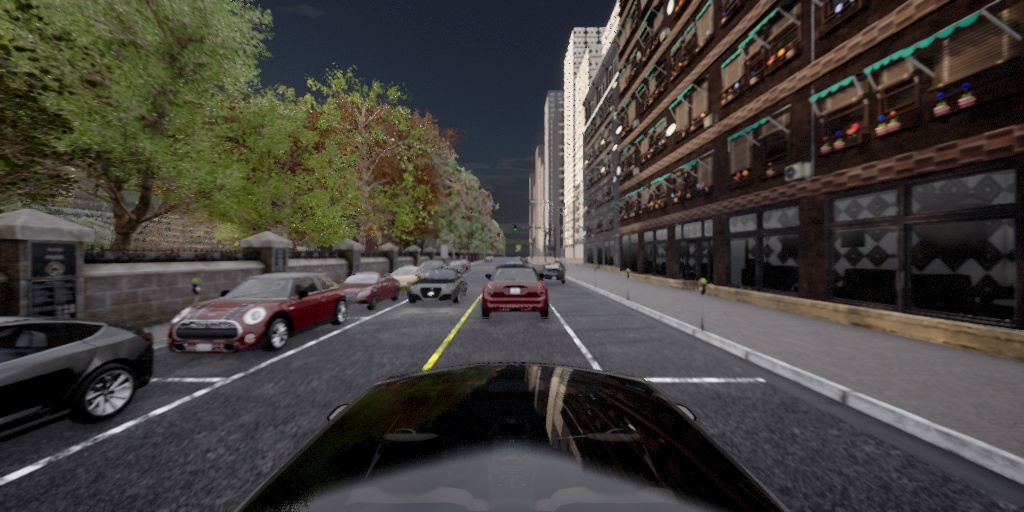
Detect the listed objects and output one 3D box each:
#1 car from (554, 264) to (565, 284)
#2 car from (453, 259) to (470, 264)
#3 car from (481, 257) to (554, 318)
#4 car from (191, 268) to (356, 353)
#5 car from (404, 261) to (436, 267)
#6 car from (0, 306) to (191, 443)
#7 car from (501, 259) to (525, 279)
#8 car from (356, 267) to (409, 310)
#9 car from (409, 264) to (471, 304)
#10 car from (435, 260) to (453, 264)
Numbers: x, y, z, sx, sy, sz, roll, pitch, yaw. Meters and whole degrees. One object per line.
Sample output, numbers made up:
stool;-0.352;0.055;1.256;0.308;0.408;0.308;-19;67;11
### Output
car;2.702;1.159;25.223;2.007;1.370;4.403;0;0;0
car;-5.750;1.094;36.301;2.007;1.370;4.403;0;0;0
car;0.104;1.035;12.797;2.097;1.767;4.553;0;0;0
car;-5.687;1.147;8.610;1.967;1.591;4.097;0;0;0
car;-5.681;1.166;19.517;1.751;1.417;4.829;0;0;0
car;-5.690;1.307;3.071;1.948;1.339;4.313;0;0;0
car;0.116;1.054;30.619;1.882;1.535;5.008;0;0;0
car;-5.684;1.256;14.148;1.802;1.307;4.207;0;0;0
car;-3.092;1.229;15.664;1.994;1.385;4.181;0;0;0
car;-5.678;1.048;25.226;1.967;1.591;4.097;0;0;0
